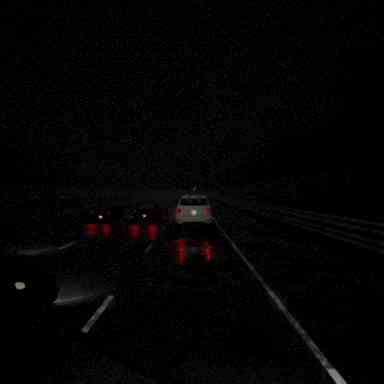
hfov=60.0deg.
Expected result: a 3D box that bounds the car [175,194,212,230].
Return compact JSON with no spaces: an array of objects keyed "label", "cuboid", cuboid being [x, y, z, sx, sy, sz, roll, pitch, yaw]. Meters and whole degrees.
[{"label":"car","cuboid":[0.111,1.225,21.489,2.150,2.045,5.566,0,0,0]}]

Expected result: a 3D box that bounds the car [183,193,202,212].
[{"label":"car","cuboid":[0.093,1.203,40.071,2.150,2.045,5.566,0,0,0]}]

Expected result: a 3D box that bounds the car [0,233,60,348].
[{"label":"car","cuboid":[-3.392,1.551,3.744,2.033,1.411,5.357,0,0,0]}]

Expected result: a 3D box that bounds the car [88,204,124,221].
[{"label":"car","cuboid":[-6.896,1.602,27.304,1.895,1.301,4.718,0,0,0]}]

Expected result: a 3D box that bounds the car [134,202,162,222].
[{"label":"car","cuboid":[-3.394,1.527,26.060,1.812,1.442,4.674,0,0,0]}]
